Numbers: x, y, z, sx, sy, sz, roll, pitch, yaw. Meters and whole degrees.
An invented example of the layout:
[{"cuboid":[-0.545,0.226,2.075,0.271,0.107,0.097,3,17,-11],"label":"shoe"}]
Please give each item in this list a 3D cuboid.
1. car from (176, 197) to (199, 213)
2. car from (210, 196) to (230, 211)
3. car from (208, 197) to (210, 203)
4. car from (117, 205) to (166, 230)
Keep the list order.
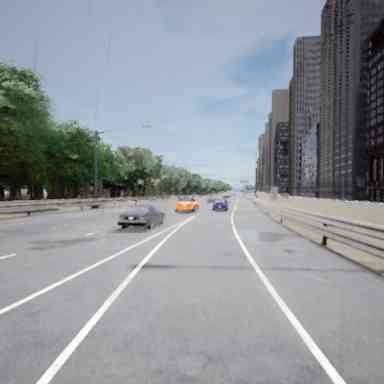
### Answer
[{"cuboid":[-0.498,1.401,38.710,2.097,1.767,4.553,1,0,8],"label":"car"},{"cuboid":[3.745,1.622,43.131,1.812,1.442,4.674,0,0,9],"label":"car"},{"cuboid":[4.427,1.693,72.411,2.033,1.411,5.357,1,0,8],"label":"car"},{"cuboid":[-3.076,1.544,21.241,2.033,1.411,5.357,0,0,8],"label":"car"}]
